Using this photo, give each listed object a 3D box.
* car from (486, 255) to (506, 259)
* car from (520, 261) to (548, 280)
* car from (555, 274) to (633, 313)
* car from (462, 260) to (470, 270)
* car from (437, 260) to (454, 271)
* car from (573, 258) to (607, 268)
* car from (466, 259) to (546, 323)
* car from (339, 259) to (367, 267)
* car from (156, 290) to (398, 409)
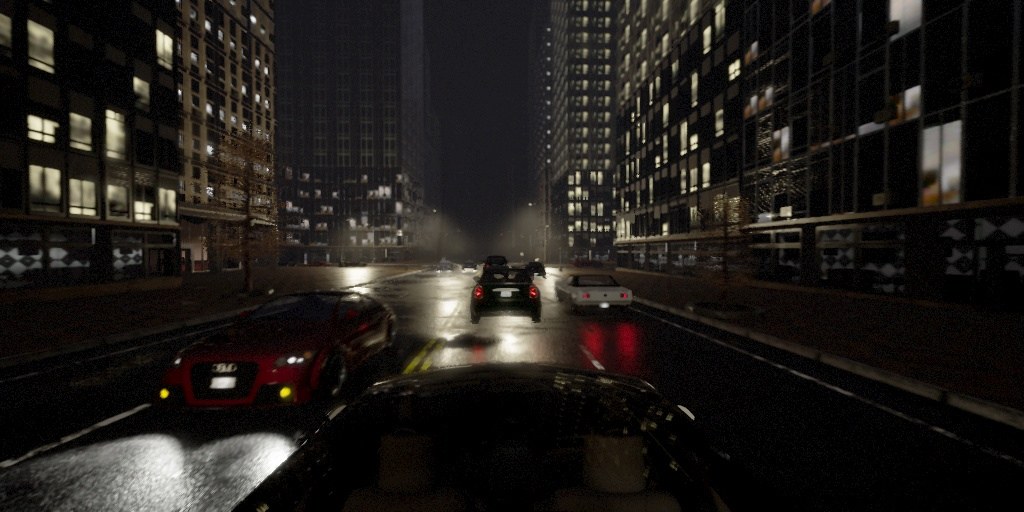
[{"bbox_3d":[-1.445,0.959,32.250,2.150,2.045,5.566,0,0,-4],"label":"car"},{"bbox_3d":[1.845,1.234,31.675,1.837,1.490,4.892,0,0,-4],"label":"car"},{"bbox_3d":[2.931,1.339,13.991,1.895,1.301,4.718,0,0,-3],"label":"car"},{"bbox_3d":[-6.058,1.309,51.717,1.994,1.385,4.181,0,0,-4],"label":"car"},{"bbox_3d":[-9.223,1.287,50.032,2.033,1.411,5.357,0,0,-4],"label":"car"},{"bbox_3d":[12.848,1.201,60.730,5.009,1.841,2.192,0,0,-3],"label":"car"},{"bbox_3d":[-0.258,1.100,12.309,2.097,1.767,4.553,0,0,-3],"label":"car"},{"bbox_3d":[-26.031,1.216,58.752,4.313,1.339,1.948,0,0,-3],"label":"car"},{"bbox_3d":[-3.472,1.320,6.249,1.994,1.385,4.181,0,0,-1],"label":"car"}]
